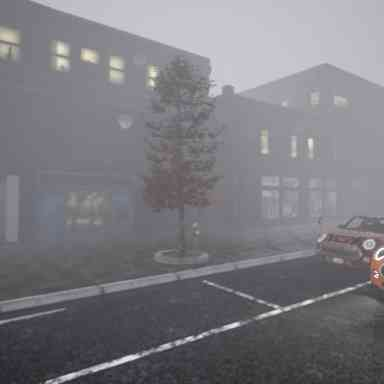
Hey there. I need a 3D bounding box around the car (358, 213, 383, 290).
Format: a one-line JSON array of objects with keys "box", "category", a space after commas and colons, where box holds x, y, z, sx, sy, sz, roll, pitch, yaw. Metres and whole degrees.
[{"box": [6.157, 1.351, 7.773, 4.553, 1.767, 2.097, 0, 0, -35], "category": "car"}]

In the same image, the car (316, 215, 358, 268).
[{"box": [5.814, 1.439, 10.691, 4.097, 1.590, 1.967, 0, 1, -35], "category": "car"}]
